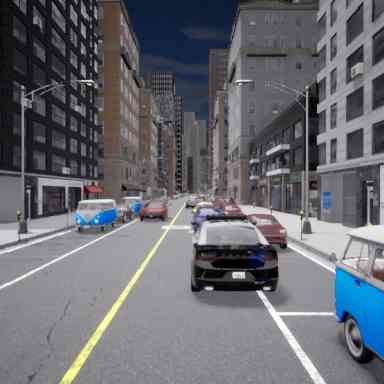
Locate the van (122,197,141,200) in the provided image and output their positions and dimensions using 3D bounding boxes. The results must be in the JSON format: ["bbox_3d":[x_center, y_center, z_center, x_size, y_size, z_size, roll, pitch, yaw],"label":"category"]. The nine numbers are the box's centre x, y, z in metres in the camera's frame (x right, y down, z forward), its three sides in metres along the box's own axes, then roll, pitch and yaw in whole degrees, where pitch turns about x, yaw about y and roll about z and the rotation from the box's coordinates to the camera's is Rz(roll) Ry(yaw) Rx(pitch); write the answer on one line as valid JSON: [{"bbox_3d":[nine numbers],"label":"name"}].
[{"bbox_3d":[-5.594,1.342,30.832,1.690,1.788,3.998,0,0,0],"label":"van"}]

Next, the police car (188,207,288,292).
[{"bbox_3d":[0.922,1.425,9.097,1.930,1.638,5.238,0,0,0],"label":"police car"}]

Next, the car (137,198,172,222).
[{"bbox_3d":[-2.935,1.478,26.428,1.882,1.535,5.008,0,0,0],"label":"car"}]

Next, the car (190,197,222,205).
[{"bbox_3d":[0.961,1.456,25.178,1.801,1.575,5.366,0,0,0],"label":"car"}]

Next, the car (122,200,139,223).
[{"bbox_3d":[-5.608,1.551,25.331,2.008,1.369,4.403,0,0,0],"label":"car"}]

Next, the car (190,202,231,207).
[{"bbox_3d":[0.946,1.526,18.987,1.812,1.442,4.674,0,0,0],"label":"car"}]

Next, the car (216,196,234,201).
[{"bbox_3d":[2.931,1.316,30.811,2.192,1.841,5.009,0,0,0],"label":"car"}]

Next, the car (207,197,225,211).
[{"bbox_3d":[2.959,1.444,41.814,1.967,1.590,4.097,0,0,0],"label":"car"}]

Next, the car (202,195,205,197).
[{"bbox_3d":[2.986,1.558,52.817,2.008,1.369,4.403,0,0,0],"label":"car"}]

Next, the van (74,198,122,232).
[{"bbox_3d":[-5.622,1.341,19.831,1.690,1.788,3.998,0,0,0],"label":"van"}]

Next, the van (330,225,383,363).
[{"bbox_3d":[2.863,1.341,3.304,1.690,1.788,3.998,0,0,0],"label":"van"}]

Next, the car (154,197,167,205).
[{"bbox_3d":[-5.526,1.592,58.339,1.802,1.307,4.206,0,0,0],"label":"car"}]

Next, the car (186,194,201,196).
[{"bbox_3d":[0.147,1.536,59.331,1.812,1.442,4.674,0,0,0],"label":"car"}]

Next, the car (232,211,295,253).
[{"bbox_3d":[2.891,1.582,14.307,1.802,1.307,4.206,0,0,0],"label":"car"}]

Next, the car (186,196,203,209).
[{"bbox_3d":[0.132,1.569,45.938,1.994,1.385,4.181,0,0,0],"label":"car"}]

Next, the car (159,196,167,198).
[{"bbox_3d":[-5.539,1.573,52.838,1.947,1.339,4.313,0,0,0],"label":"car"}]

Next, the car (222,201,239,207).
[{"bbox_3d":[2.918,1.582,25.309,1.802,1.307,4.206,0,0,0],"label":"car"}]

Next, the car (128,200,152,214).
[{"bbox_3d":[-5.580,1.568,36.334,1.947,1.339,4.313,0,0,0],"label":"car"}]
